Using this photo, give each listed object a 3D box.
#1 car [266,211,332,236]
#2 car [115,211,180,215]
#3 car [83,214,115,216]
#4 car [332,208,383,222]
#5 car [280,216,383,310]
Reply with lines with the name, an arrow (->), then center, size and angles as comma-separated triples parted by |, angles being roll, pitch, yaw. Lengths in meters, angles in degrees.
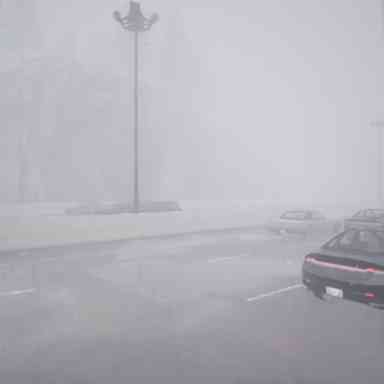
car -> 6.112, 1.631, 17.641 | 4.718, 1.301, 1.895 | 0, 0, -40
car -> -2.858, 1.402, 24.099 | 4.553, 1.767, 2.097 | 0, 0, -40
car -> -6.077, 1.657, 25.946 | 4.718, 1.301, 1.895 | 0, 0, -39
car -> 8.801, 1.515, 15.373 | 4.902, 1.511, 2.128 | 0, 0, -41
car -> 4.358, 1.503, 7.201 | 4.902, 1.511, 2.128 | 0, 0, -38
